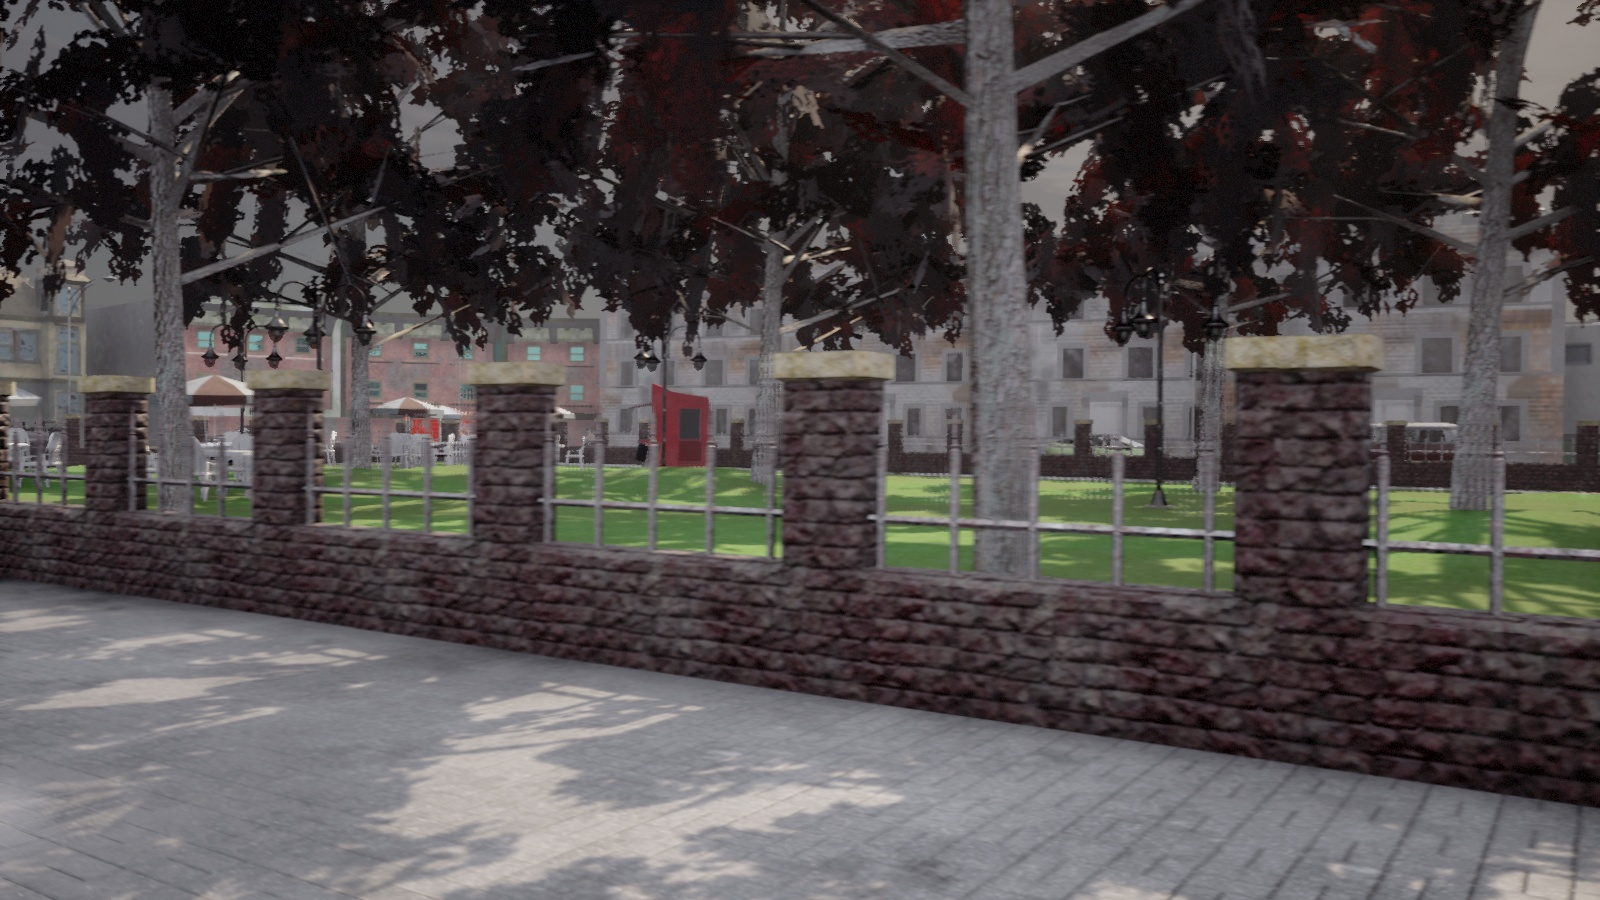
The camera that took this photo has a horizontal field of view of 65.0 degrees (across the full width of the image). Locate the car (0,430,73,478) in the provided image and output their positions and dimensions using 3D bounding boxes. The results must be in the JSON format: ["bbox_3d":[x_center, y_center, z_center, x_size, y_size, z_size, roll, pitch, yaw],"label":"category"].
[{"bbox_3d":[-31.985,0.153,50.294,1.932,1.855,4.605,0,0,33],"label":"car"}]

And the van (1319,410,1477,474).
[{"bbox_3d":[19.409,-0.251,40.836,4.442,1.987,1.775,0,1,33],"label":"van"}]

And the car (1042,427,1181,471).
[{"bbox_3d":[11.403,-0.056,46.075,4.514,1.525,2.007,0,1,33],"label":"car"}]

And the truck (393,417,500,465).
[{"bbox_3d":[-18.480,-0.484,65.934,5.204,2.467,2.627,0,1,-11],"label":"truck"}]
